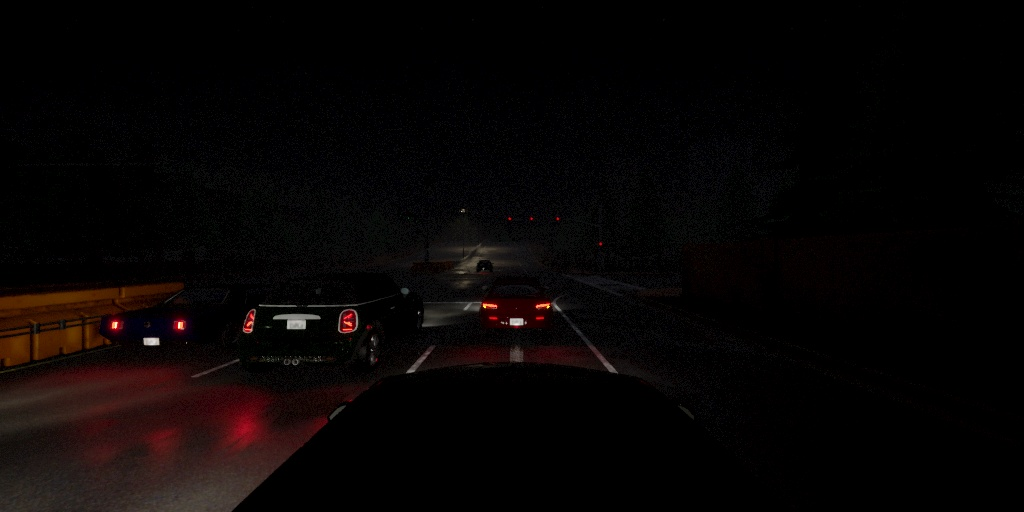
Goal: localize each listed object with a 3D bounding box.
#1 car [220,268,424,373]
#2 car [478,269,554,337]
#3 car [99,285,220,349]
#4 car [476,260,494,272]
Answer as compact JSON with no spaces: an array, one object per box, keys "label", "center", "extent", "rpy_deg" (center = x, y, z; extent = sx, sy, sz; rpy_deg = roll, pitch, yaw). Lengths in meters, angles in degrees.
[{"label":"car","center":[-3.398,1.102,7.775],"extent":[2.097,1.767,4.553],"rpy_deg":[0,0,0]},{"label":"car","center":[0.100,1.276,10.164],"extent":[1.812,1.442,4.674],"rpy_deg":[0,0,0]},{"label":"car","center":[-6.900,1.351,9.090],"extent":[1.895,1.301,4.718],"rpy_deg":[0,0,0]},{"label":"car","center":[-3.397,1.255,45.178],"extent":[1.837,1.490,4.892],"rpy_deg":[0,0,0]}]
